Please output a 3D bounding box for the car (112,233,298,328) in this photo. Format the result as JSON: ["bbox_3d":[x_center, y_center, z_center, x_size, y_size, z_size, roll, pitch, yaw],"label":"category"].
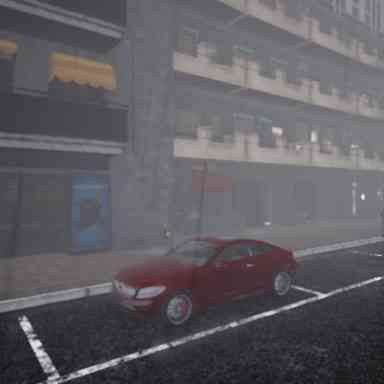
[{"bbox_3d":[0.468,1.563,6.893,4.206,1.307,1.802,0,0,-35],"label":"car"}]
